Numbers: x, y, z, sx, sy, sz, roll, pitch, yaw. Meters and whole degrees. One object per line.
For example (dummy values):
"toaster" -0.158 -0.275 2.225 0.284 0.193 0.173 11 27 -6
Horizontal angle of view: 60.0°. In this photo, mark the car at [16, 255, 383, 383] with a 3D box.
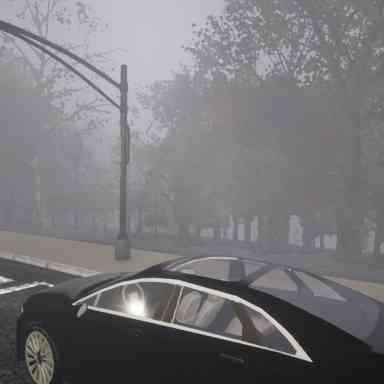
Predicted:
"car" -0.006 1.491 3.705 4.902 1.511 2.128 0 0 34
